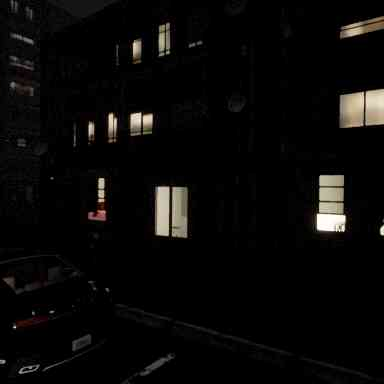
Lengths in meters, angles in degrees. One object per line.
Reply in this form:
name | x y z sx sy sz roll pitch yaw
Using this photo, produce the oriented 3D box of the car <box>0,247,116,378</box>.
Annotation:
car | -3.084 1.549 5.215 4.403 1.369 2.008 0 1 36
